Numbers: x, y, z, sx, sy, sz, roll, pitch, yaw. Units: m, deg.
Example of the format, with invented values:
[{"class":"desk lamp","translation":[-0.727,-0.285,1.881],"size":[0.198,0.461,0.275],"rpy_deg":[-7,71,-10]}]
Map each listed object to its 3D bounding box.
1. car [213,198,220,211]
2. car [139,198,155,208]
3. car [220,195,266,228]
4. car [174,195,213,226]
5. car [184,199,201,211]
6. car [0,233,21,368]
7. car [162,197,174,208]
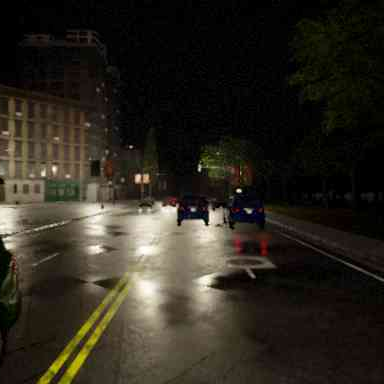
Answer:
[{"class":"car","translation":[3.313,1.492,40.272],"size":[1.837,1.490,4.892],"rpy_deg":[0,0,0]},{"class":"car","translation":[-6.544,1.538,48.658],"size":[2.033,1.411,5.357],"rpy_deg":[0,0,0]},{"class":"car","translation":[3.332,1.221,22.010],"size":[2.150,2.045,5.566],"rpy_deg":[0,0,0]},{"class":"car","translation":[0.068,1.218,23.790],"size":[2.150,2.045,5.566],"rpy_deg":[0,0,0]},{"class":"car","translation":[0.061,1.588,40.646],"size":[1.895,1.301,4.718],"rpy_deg":[0,0,0]},{"class":"car","translation":[-3.353,1.222,2.183],"size":[2.150,2.045,5.566],"rpy_deg":[0,0,0]},{"class":"car","translation":[-3.295,1.469,48.552],"size":[1.882,1.535,5.008],"rpy_deg":[0,0,0]}]
